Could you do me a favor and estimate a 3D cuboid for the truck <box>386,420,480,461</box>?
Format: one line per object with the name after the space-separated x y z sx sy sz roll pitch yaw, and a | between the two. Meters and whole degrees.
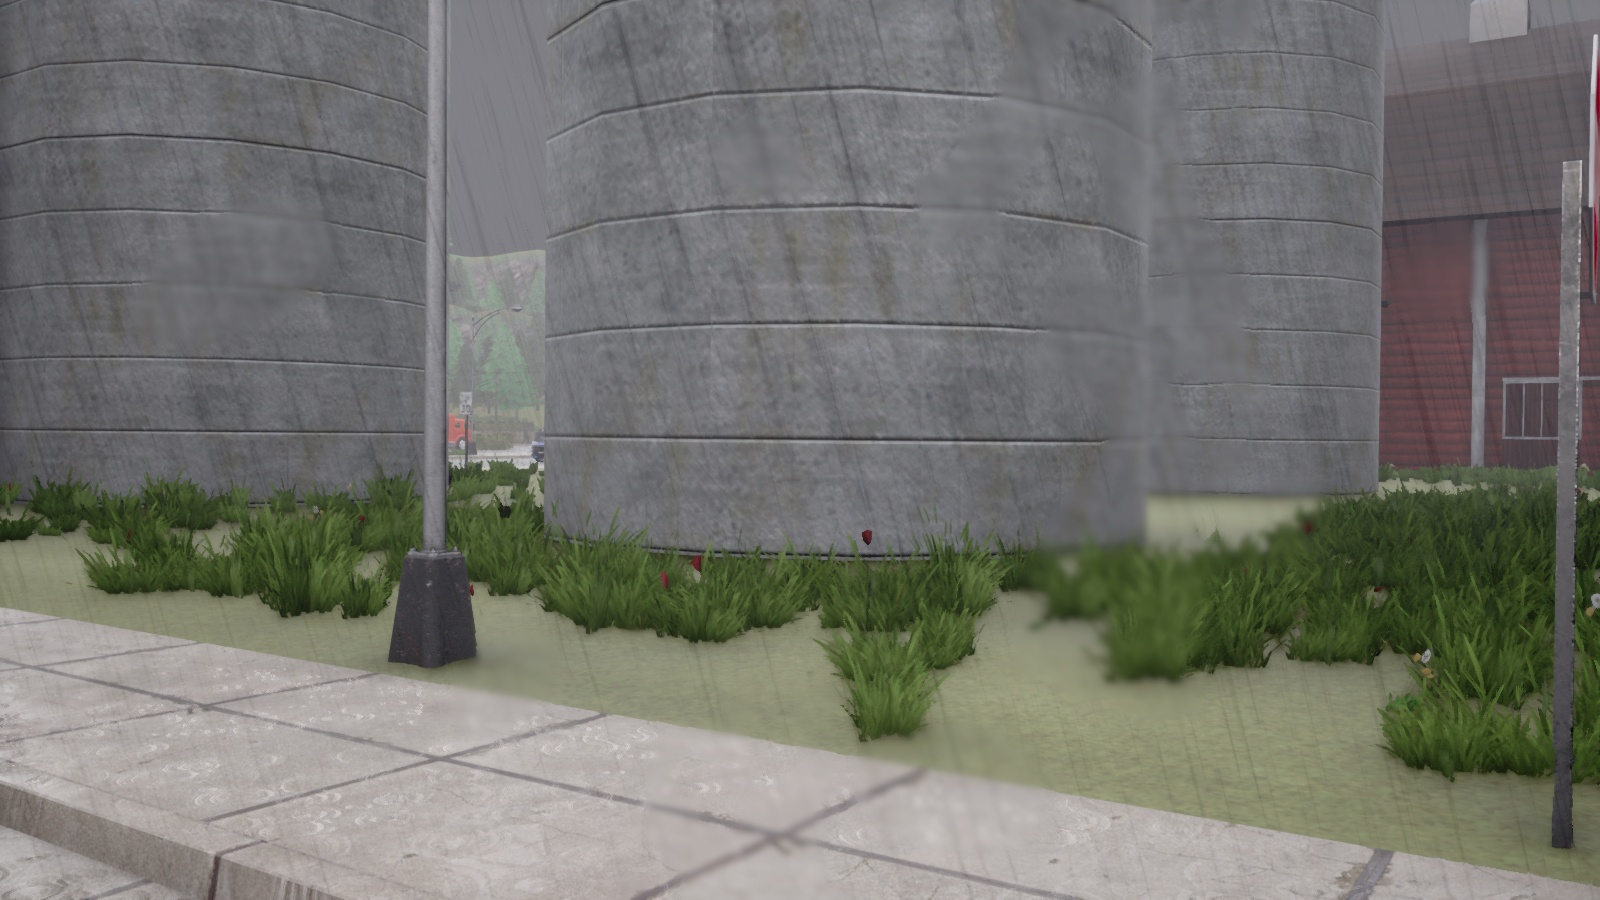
-23.116 -0.628 79.302 2.627 2.467 5.204 0 1 33 | truck

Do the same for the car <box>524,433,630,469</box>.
-10.223 0.011 57.902 1.882 1.535 5.008 0 1 33 | car
